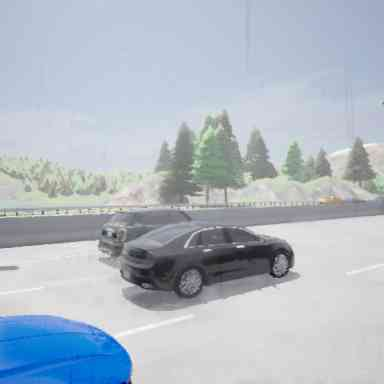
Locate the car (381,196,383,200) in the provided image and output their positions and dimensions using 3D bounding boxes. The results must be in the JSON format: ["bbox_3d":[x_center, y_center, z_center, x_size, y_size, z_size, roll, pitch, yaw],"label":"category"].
[{"bbox_3d":[27.764,1.436,43.908,5.008,1.535,1.882,0,0,-26],"label":"car"}]

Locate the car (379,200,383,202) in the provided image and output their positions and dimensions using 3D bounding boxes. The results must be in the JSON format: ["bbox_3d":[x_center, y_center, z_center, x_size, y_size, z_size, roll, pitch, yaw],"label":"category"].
[{"bbox_3d":[15.719,1.470,23.677,4.902,1.511,2.128,0,0,-36],"label":"car"}]

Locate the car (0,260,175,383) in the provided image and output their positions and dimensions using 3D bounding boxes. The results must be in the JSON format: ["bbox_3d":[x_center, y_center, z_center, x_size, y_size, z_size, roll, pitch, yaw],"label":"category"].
[{"bbox_3d":[-2.729,1.479,1.795,5.008,1.535,1.882,0,0,-36],"label":"car"}]

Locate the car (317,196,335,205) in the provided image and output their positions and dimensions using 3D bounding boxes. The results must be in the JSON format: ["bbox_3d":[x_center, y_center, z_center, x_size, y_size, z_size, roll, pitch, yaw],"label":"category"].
[{"bbox_3d":[21.988,1.435,52.732,5.008,1.535,1.882,0,0,-27],"label":"car"}]

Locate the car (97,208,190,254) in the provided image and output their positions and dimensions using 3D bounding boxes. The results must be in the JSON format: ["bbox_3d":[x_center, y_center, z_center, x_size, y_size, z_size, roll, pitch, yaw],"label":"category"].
[{"bbox_3d":[-0.881,1.346,11.743,4.553,1.767,2.097,0,0,-36],"label":"car"}]

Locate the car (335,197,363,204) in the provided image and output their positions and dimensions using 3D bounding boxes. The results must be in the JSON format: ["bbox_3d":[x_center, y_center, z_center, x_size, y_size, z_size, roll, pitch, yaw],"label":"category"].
[{"bbox_3d":[24.104,1.522,49.896,4.181,1.385,1.994,0,0,-26],"label":"car"}]

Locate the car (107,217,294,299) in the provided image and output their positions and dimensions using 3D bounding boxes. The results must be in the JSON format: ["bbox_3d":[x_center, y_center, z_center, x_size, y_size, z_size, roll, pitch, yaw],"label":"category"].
[{"bbox_3d":[0.580,1.501,8.483,4.892,1.490,1.837,0,0,-36],"label":"car"}]

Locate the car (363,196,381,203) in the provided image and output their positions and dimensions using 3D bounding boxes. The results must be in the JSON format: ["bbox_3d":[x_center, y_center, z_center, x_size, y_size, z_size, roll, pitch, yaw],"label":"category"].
[{"bbox_3d":[27.314,1.307,47.581,4.553,1.767,2.097,0,0,-25],"label":"car"}]
